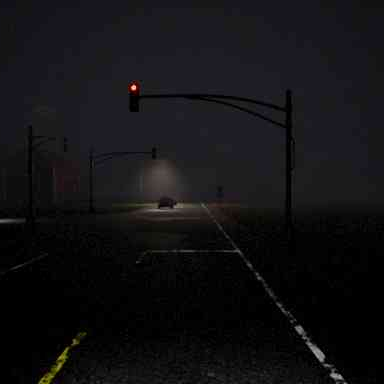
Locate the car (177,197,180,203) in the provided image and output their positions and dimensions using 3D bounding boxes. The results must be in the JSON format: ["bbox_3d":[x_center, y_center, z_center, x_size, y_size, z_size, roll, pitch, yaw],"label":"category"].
[{"bbox_3d":[-3.484,1.478,55.089,1.812,1.442,4.674,0,0,1],"label":"car"}]

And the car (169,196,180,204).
[{"bbox_3d":[-3.429,1.536,65.017,1.895,1.301,4.718,0,0,1],"label":"car"}]

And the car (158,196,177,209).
[{"bbox_3d":[-3.511,1.444,45.226,1.882,1.535,5.008,0,0,0],"label":"car"}]
